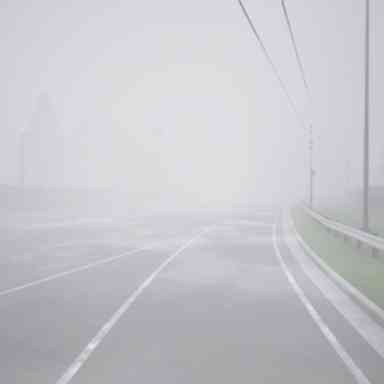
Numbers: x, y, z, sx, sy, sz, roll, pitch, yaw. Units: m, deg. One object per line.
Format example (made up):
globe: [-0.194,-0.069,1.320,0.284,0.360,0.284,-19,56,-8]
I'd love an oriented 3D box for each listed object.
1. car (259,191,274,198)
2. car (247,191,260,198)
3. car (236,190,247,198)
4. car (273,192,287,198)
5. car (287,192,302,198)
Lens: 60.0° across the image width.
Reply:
car: [20.287,0.830,89.614,2.128,1.511,4.902,0,1,22]
car: [17.218,0.875,91.355,1.895,1.301,4.718,0,1,22]
car: [13.823,0.485,92.294,2.150,2.045,5.566,0,1,22]
car: [23.695,0.920,88.701,1.895,1.301,4.718,0,1,22]
car: [26.764,0.874,86.959,2.128,1.511,4.902,0,1,22]
